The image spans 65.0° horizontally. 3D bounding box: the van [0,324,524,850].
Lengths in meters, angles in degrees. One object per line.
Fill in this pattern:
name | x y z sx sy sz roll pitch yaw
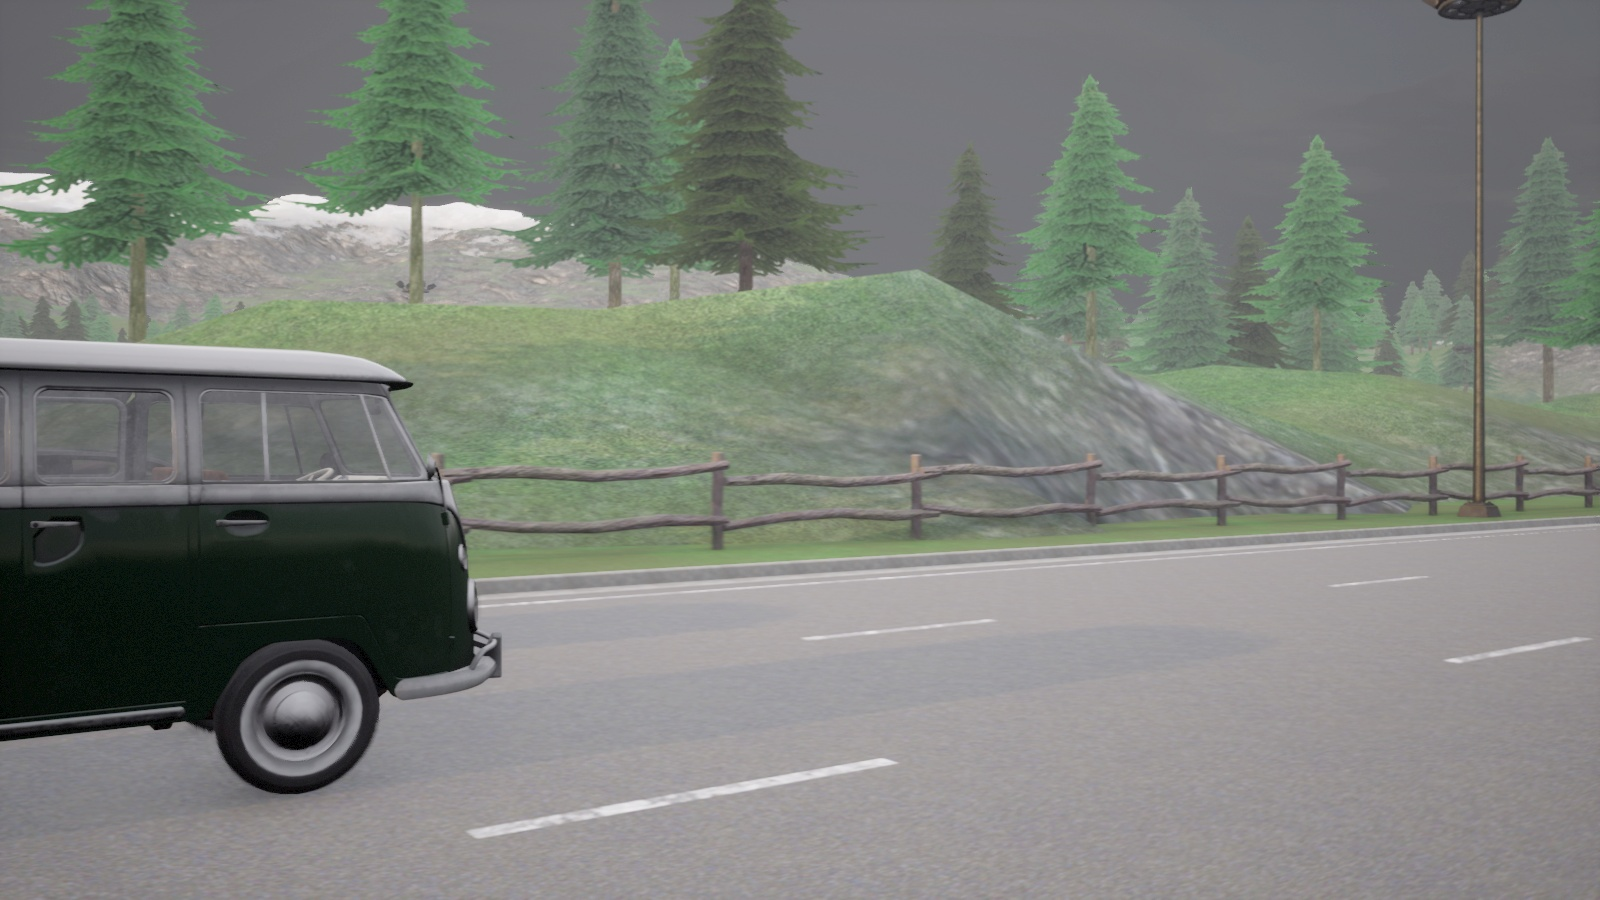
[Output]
van | -3.633 0.519 5.396 4.442 1.987 1.775 0 0 -35
